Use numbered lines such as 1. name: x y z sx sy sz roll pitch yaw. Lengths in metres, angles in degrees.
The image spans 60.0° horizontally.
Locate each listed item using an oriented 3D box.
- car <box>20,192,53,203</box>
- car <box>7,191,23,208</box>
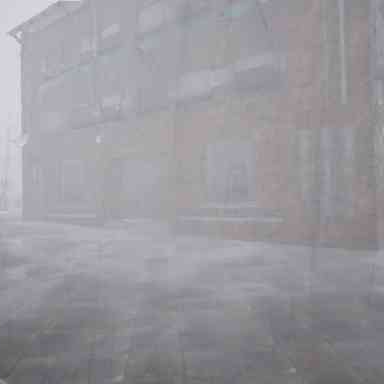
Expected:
1. car: -24.858 0.901 53.162 4.674 1.452 2.002 -2 3 24
2. car: -17.957 0.832 38.224 5.566 2.045 2.435 -2 2 24
